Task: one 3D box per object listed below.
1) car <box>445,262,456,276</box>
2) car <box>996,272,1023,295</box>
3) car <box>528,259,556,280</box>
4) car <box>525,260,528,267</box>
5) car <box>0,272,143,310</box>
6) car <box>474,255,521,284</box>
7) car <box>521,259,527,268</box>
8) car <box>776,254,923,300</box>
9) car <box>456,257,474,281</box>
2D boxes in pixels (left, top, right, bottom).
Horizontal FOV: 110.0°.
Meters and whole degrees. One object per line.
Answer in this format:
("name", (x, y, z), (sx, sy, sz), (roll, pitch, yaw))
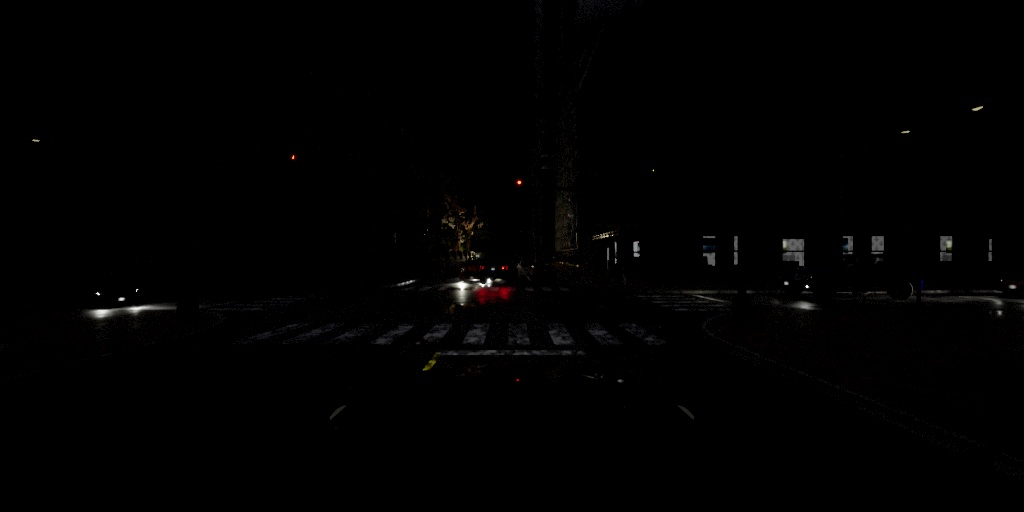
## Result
("car", (-5.714, 1.297, 36.499), (1.888, 1.381, 4.507), (0, 0, 0))
("car", (25.777, 1.164, 16.656), (4.902, 1.511, 2.128), (0, 0, 1))
("car", (2.671, 1.191, 30.826), (1.967, 1.591, 4.097), (0, 0, 0))
("car", (2.667, 1.318, 36.507), (1.948, 1.339, 4.313), (0, 0, 0))
("car", (-18.224, 1.340, 14.351), (5.357, 1.411, 2.033), (0, 0, 1))
("car", (-0.902, 0.973, 26.787), (2.150, 2.045, 5.566), (0, 0, 8))
("car", (2.652, 1.315, 59.232), (1.948, 1.339, 4.313), (0, 0, 0))
("car", (15.702, 0.925, 16.863), (5.566, 2.045, 2.150), (0, 0, 1))
("car", (-3.119, 1.104, 29.998), (2.097, 1.767, 4.553), (0, 0, 0))
